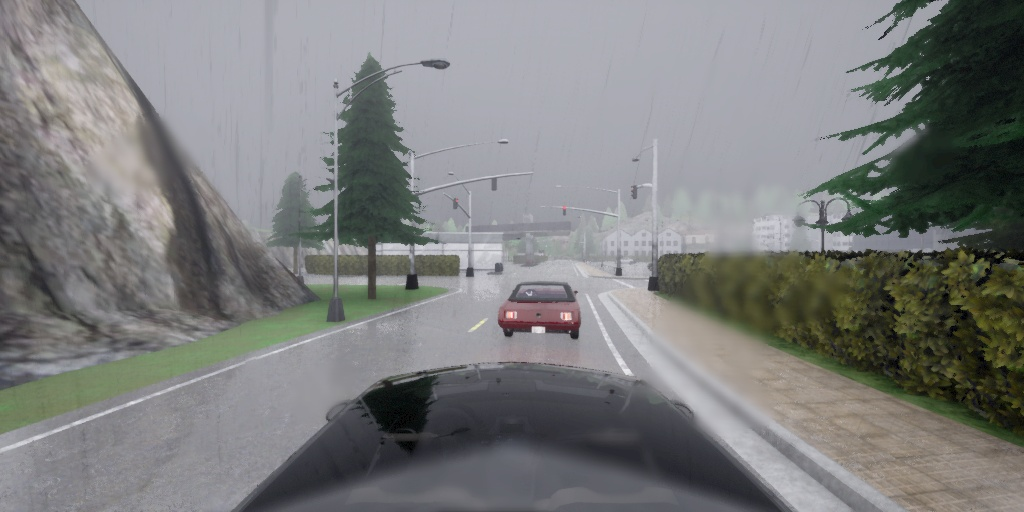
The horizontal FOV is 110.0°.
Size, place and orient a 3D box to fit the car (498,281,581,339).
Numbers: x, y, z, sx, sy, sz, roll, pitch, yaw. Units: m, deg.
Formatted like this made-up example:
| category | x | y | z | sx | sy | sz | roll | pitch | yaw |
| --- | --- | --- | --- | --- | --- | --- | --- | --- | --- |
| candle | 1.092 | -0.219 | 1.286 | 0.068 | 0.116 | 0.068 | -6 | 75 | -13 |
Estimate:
| category | x | y | z | sx | sy | sz | roll | pitch | yaw |
| --- | --- | --- | --- | --- | --- | --- | --- | --- | --- |
| car | 0.918 | 1.351 | 10.149 | 1.895 | 1.301 | 4.718 | 0 | 0 | 8 |
